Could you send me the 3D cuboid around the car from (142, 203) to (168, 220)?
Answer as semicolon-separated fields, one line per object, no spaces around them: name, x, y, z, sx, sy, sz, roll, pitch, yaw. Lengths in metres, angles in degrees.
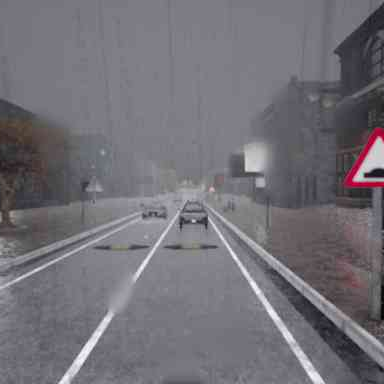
car;-3.095;1.620;28.543;1.994;1.385;4.181;0;0;0

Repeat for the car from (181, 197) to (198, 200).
car;0.102;1.555;40.826;2.128;1.511;4.902;0;0;0

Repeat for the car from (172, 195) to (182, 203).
car;-2.998;1.478;69.846;1.837;1.490;4.892;0;0;0

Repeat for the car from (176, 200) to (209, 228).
car;0.102;1.537;22.491;2.128;1.511;4.902;0;0;0
